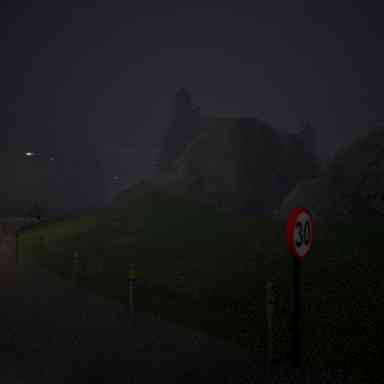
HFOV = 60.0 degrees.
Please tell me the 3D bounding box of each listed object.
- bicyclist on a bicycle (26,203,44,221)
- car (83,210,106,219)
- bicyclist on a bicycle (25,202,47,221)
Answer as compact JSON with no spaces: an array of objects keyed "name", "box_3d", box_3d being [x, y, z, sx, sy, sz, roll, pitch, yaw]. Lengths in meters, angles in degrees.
[{"name":"bicyclist on a bicycle","box_3d":[-14.929,1.926,31.670,1.656,1.620,0.582,7,2,-9]},{"name":"car","box_3d":[-16.968,3.852,57.836,1.812,1.442,4.674,1,-5,22]},{"name":"bicyclist on a bicycle","box_3d":[-14.989,1.908,31.983,1.656,1.620,0.582,9,-5,-9]}]
